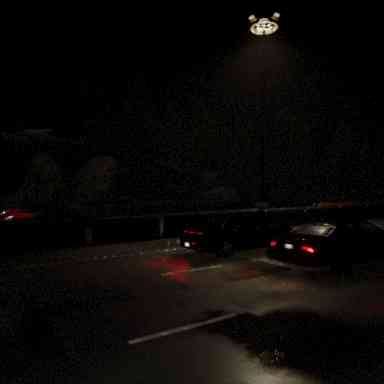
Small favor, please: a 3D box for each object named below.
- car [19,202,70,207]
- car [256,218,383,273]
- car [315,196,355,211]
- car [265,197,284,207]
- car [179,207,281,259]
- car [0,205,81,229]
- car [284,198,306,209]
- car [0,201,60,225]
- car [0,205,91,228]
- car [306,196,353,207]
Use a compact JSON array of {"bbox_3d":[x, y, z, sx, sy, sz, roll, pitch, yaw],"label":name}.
[{"bbox_3d":[-10.081,1.598,22.195,4.553,1.767,2.097,-1,0,-32],"label":"car"},{"bbox_3d":[4.831,1.550,10.663,5.357,1.411,2.033,-1,0,-32],"label":"car"},{"bbox_3d":[16.861,1.323,39.135,5.008,1.535,1.882,-1,0,-32],"label":"car"},{"bbox_3d":[11.088,1.471,43.770,4.892,1.490,1.837,-1,0,-32],"label":"car"},{"bbox_3d":[1.866,1.557,12.933,4.892,1.490,1.837,-1,0,-32],"label":"car"},{"bbox_3d":[-11.516,1.827,25.424,5.357,1.411,2.033,-1,0,-32],"label":"car"},{"bbox_3d":[14.550,1.440,41.823,5.357,1.411,2.033,-1,0,-32],"label":"car"},{"bbox_3d":[-13.791,1.673,28.130,4.553,1.767,2.097,-1,0,-32],"label":"car"},{"bbox_3d":[-8.263,1.734,19.186,4.674,1.442,1.812,-1,0,-32],"label":"car"},{"bbox_3d":[14.048,1.255,33.238,4.553,1.767,2.097,-1,0,-32],"label":"car"}]
